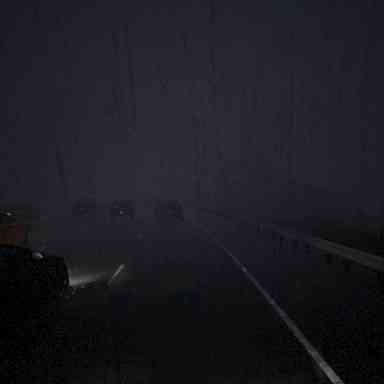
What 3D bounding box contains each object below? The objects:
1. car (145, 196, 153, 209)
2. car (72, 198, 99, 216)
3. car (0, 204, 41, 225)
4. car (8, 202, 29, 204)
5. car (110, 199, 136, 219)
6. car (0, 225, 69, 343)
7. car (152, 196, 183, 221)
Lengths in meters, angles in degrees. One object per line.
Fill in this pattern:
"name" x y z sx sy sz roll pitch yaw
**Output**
"car" -4.656 1.199 40.997 1.882 1.535 5.008 0 1 -12
"car" -9.704 1.278 30.535 1.882 1.535 5.008 0 0 -9
"car" -7.462 1.403 11.955 1.882 1.535 5.008 0 0 -4
"car" -12.160 1.416 23.393 1.994 1.385 4.181 0 0 -8
"car" -5.656 1.308 27.395 2.128 1.511 4.902 0 0 -8
"car" -3.616 1.529 5.543 1.994 1.385 4.181 0 0 -2
"car" -1.822 1.304 25.309 1.882 1.535 5.008 0 0 -8
